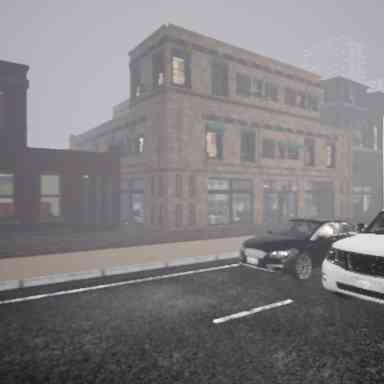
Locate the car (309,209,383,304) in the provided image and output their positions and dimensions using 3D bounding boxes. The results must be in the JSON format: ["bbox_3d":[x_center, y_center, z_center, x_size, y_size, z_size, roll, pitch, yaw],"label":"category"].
[{"bbox_3d":[5.312,1.303,7.469,5.566,2.045,2.150,1,0,-35],"label":"car"}]

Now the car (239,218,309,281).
[{"bbox_3d":[3.604,1.575,10.241,4.902,1.511,2.128,1,0,-35],"label":"car"}]
